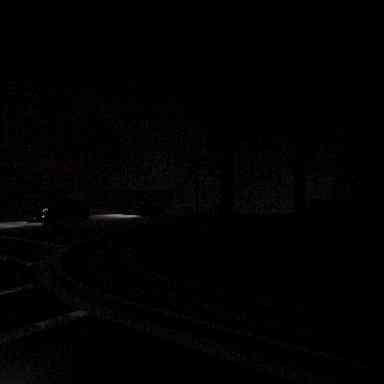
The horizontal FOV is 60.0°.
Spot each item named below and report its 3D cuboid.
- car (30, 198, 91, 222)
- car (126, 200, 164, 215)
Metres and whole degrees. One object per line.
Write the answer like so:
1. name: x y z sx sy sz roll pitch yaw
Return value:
1. car: -10.366 1.353 26.406 2.097 1.767 4.553 0 0 34
2. car: -4.781 1.526 34.682 1.812 1.442 4.674 0 0 34
